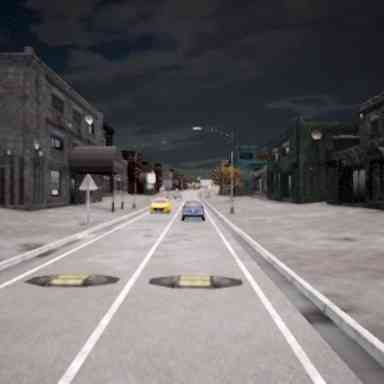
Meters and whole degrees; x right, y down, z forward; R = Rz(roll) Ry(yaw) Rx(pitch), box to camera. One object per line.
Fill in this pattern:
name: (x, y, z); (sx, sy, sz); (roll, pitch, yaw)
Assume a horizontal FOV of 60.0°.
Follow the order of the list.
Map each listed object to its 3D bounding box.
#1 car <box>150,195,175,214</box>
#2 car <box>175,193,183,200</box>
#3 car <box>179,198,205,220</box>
car: (-3.097, 1.360, 33.525); (1.882, 1.535, 5.008); (0, 0, 0)
car: (-3.006, 0.970, 75.889); (2.033, 1.411, 5.357); (0, 0, 0)
car: (0.103, 1.464, 27.122); (2.033, 1.411, 5.357); (0, 0, 0)
